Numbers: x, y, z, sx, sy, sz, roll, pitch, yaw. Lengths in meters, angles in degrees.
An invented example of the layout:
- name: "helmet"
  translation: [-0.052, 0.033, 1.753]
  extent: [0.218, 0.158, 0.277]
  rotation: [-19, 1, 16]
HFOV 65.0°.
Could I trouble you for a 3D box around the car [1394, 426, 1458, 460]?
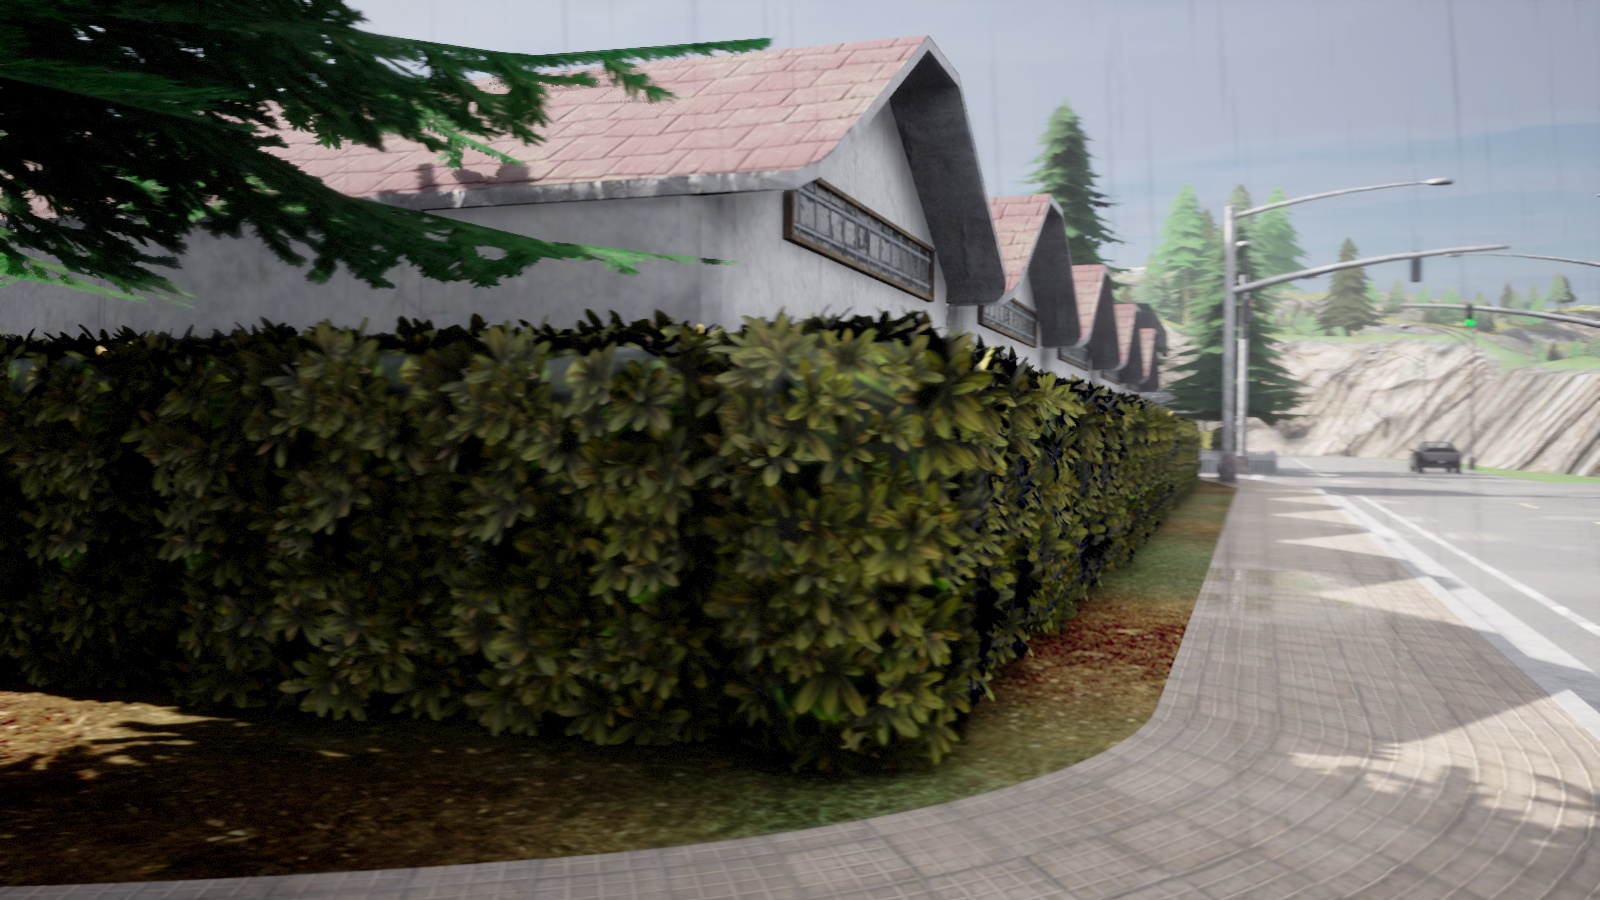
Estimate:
- name: "car"
  translation: [29.668, -0.354, 59.616]
  extent: [2.128, 1.511, 4.902]
  rotation: [0, 1, 20]
